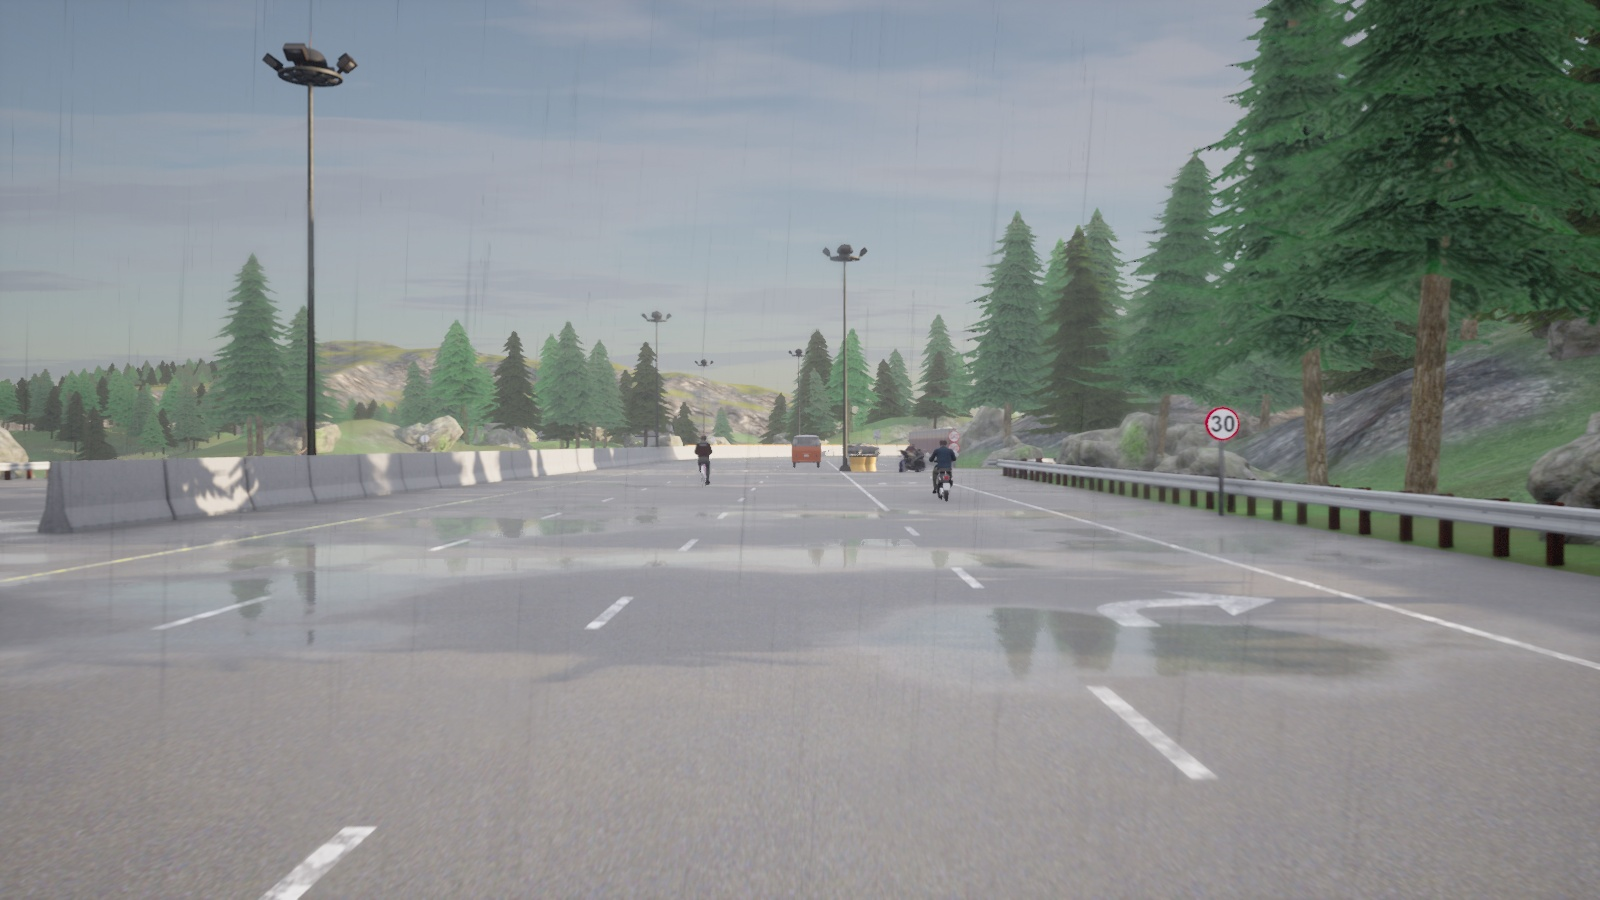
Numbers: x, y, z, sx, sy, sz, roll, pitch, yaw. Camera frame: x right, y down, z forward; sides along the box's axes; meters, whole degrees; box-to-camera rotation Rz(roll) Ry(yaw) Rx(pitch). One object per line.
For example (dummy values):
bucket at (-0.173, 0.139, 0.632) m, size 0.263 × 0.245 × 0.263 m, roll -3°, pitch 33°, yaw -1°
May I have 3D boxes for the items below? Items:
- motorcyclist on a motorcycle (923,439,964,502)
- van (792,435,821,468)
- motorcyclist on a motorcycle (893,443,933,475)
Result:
motorcyclist on a motorcycle at (3.703, 0.520, 32.519) m, size 0.866 × 1.590 × 1.817 m, roll 0°, pitch 0°, yaw 0°
van at (0.390, 0.059, 78.109) m, size 1.775 × 1.987 × 4.442 m, roll 0°, pitch 0°, yaw 0°
motorcyclist on a motorcycle at (5.641, 0.433, 62.633) m, size 0.866 × 1.530 × 2.191 m, roll 3°, pitch 2°, yaw 40°
